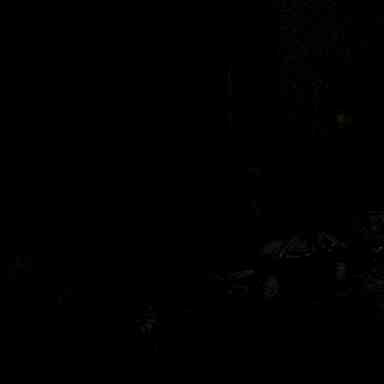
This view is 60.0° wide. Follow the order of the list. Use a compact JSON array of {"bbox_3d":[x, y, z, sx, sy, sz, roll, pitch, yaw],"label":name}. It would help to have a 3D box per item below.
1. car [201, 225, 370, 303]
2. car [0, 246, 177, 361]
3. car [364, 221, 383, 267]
[{"bbox_3d":[2.229,1.616,8.253,4.403,1.369,2.008,1,-1,-35],"label":"car"},{"bbox_3d":[-2.252,1.576,5.055,4.313,1.339,1.947,1,-1,-35],"label":"car"},{"bbox_3d":[6.710,1.665,11.451,4.507,1.381,1.887,1,-1,-35],"label":"car"}]
